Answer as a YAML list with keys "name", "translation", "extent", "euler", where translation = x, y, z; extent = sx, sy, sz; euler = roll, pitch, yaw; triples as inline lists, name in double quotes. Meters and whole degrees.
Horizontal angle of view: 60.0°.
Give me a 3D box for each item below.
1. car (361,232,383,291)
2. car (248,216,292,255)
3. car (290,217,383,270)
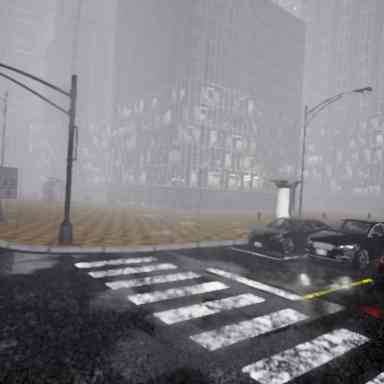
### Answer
- name: "car"
  translation: [6.431, 1.875, 8.523]
  extent: [4.181, 1.385, 1.994]
  euler: [3, 0, -38]
- name: "car"
  translation: [4.266, 1.727, 14.038]
  extent: [4.313, 1.339, 1.947]
  euler: [3, 0, -38]
- name: "car"
  translation: [6.091, 1.764, 12.180]
  extent: [4.902, 1.511, 2.128]
  euler: [3, 0, -38]
